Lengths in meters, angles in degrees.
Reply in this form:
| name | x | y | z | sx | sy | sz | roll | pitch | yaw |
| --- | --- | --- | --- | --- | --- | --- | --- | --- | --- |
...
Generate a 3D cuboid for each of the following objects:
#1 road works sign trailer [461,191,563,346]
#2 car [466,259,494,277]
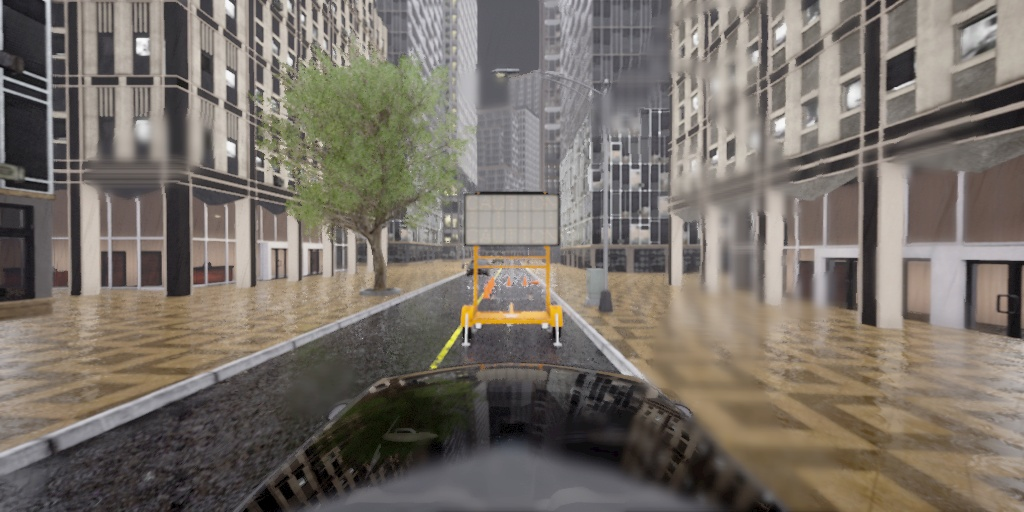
| name | x | y | z | sx | sy | sz | roll | pitch | yaw |
| --- | --- | --- | --- | --- | --- | --- | --- | --- | --- |
| road works sign trailer | -0.004 | 0.151 | 9.218 | 2.380 | 3.560 | 2.880 | 0 | 0 | 0 |
| car | -2.866 | 1.021 | 31.350 | 1.837 | 1.490 | 4.892 | 0 | 0 | 0 |
